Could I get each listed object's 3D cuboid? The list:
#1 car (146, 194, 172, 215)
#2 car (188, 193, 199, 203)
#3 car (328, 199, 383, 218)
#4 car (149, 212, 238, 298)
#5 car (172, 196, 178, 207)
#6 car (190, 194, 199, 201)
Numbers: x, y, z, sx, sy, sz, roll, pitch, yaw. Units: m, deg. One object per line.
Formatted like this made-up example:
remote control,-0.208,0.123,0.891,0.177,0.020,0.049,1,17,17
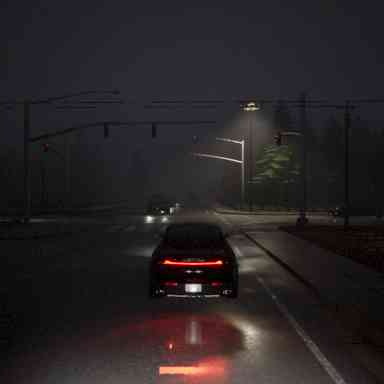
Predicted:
car,-3.476,1.227,34.743,2.150,2.045,5.566,0,0,-3
car,0.301,1.224,70.535,2.150,2.045,5.566,0,0,2
car,14.588,1.379,29.638,4.553,1.767,2.097,0,0,1
car,0.048,1.501,8.502,1.837,1.490,4.892,0,0,1
car,-3.586,1.564,49.272,1.994,1.385,4.181,0,0,0
car,0.574,1.355,80.928,2.097,1.767,4.553,0,0,2
